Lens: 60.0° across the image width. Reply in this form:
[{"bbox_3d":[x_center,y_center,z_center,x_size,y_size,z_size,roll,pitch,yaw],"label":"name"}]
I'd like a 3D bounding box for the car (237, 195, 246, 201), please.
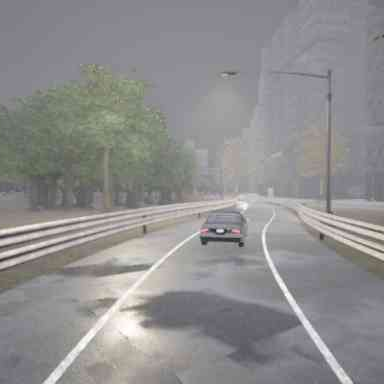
[{"bbox_3d":[11.885,1.478,81.273,1.812,1.442,4.674,0,0,-3],"label":"car"}]

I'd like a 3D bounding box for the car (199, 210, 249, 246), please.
[{"bbox_3d":[1.588,1.553,15.367,2.033,1.411,5.357,0,0,11],"label":"car"}]
